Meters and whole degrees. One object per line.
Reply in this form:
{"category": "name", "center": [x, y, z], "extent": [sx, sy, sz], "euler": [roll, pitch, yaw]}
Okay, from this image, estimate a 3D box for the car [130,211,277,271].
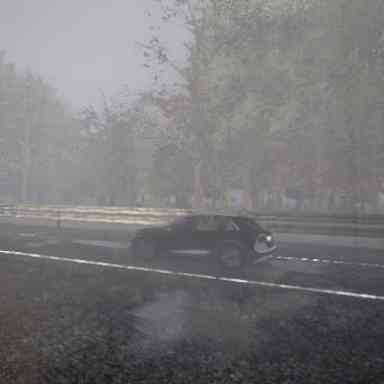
{"category": "car", "center": [0.269, 1.443, 10.893], "extent": [4.856, 1.649, 2.033], "euler": [0, 0, 25]}
